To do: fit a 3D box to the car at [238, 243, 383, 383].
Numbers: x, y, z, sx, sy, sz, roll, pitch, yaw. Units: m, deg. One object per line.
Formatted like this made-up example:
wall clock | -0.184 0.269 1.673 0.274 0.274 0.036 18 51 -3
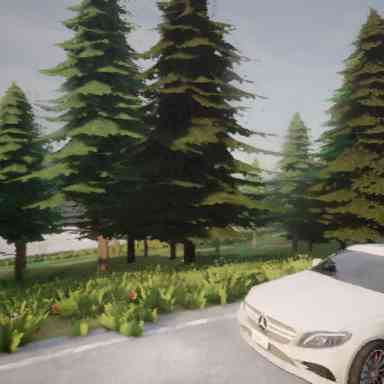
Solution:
car | 2.918 1.528 4.880 4.674 1.442 1.812 2 1 -25
